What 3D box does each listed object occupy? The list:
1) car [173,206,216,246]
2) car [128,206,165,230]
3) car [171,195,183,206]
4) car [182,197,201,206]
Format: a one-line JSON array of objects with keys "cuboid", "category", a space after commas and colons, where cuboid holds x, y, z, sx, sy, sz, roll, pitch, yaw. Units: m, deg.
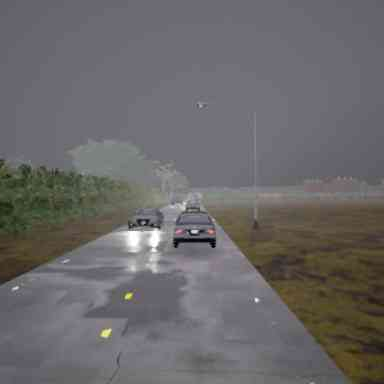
[{"cuboid": [0.097, 1.579, 15.277, 2.033, 1.411, 5.357, 0, 0, 0], "category": "car"}, {"cuboid": [-2.852, 1.614, 21.442, 1.994, 1.385, 4.181, 0, 0, 0], "category": "car"}, {"cuboid": [-2.780, 1.537, 62.755, 2.150, 2.045, 5.566, 0, 0, 1], "category": "car"}, {"cuboid": [0.096, 1.696, 41.968, 2.033, 1.411, 5.357, 0, 0, 0], "category": "car"}]
